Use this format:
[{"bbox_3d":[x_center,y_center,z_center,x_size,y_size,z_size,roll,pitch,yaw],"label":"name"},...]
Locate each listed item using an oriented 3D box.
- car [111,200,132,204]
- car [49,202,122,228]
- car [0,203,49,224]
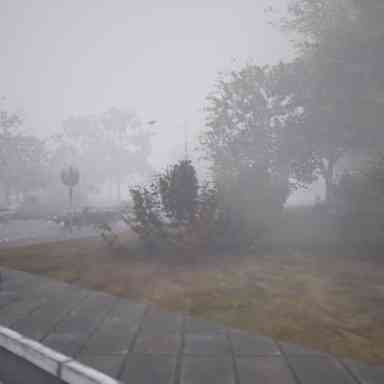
[{"bbox_3d":[-7.472,1.551,34.165,2.033,1.411,5.357,0,0,32],"label":"car"},{"bbox_3d":[-6.692,1.603,22.179,1.895,1.301,4.718,0,0,34],"label":"car"},{"bbox_3d":[-12.847,1.551,25.591,2.033,1.411,5.357,0,0,36],"label":"car"}]
